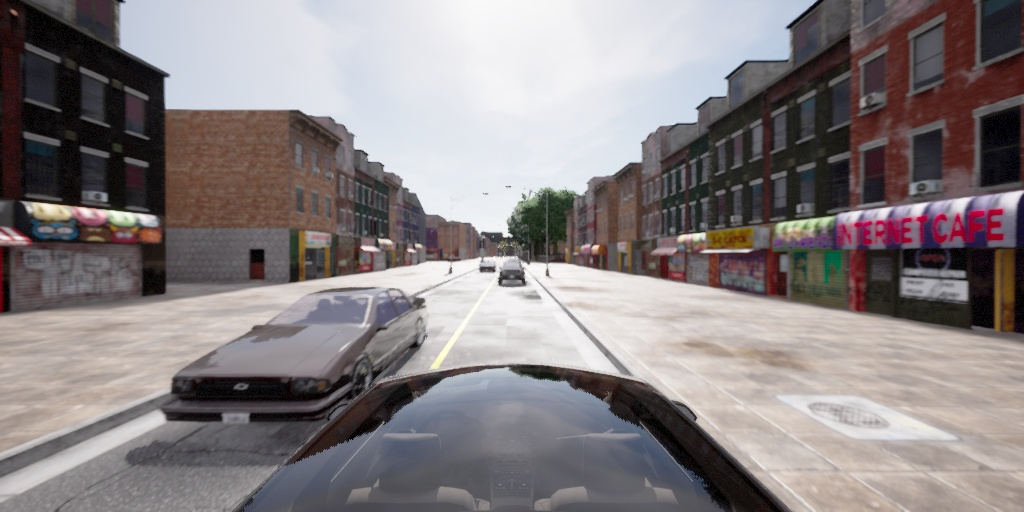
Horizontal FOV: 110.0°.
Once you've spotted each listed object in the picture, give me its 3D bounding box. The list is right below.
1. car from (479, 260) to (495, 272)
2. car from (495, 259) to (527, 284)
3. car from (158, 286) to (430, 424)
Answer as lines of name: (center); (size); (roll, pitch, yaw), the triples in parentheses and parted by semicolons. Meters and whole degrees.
car: (-2.767, 1.113, 41.761); (2.033, 1.411, 5.357); (0, 0, 0)
car: (0.006, 1.162, 25.489); (1.812, 1.442, 4.674); (0, 0, 0)
car: (-2.850, 1.272, 6.360); (2.033, 1.411, 5.357); (0, 0, 0)
